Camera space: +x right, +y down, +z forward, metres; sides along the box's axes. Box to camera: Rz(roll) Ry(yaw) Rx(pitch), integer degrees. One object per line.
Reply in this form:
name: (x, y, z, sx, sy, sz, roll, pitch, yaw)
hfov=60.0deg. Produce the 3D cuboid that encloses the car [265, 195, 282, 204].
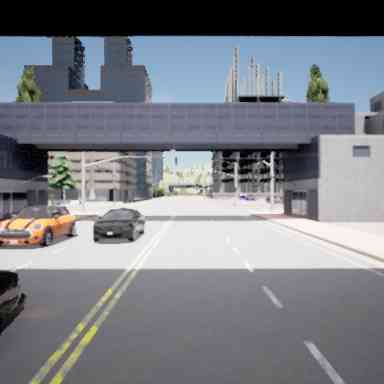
car: (16.530, 1.467, 68.713, 1.932, 1.855, 4.605, 0, 0, 0)

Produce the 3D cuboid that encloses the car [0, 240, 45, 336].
car: (-3.603, 1.569, 3.093, 2.033, 1.411, 5.357, 0, 0, 0)

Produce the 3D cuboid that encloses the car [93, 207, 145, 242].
car: (-3.608, 1.567, 17.116, 1.882, 1.535, 5.008, 0, 0, 0)

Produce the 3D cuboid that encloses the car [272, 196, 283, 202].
car: (22.047, 1.787, 86.150, 1.970, 1.475, 3.806, 0, 0, 0)

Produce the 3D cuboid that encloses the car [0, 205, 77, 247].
car: (-7.110, 1.439, 15.555, 2.097, 1.767, 4.553, 0, 0, 0)
